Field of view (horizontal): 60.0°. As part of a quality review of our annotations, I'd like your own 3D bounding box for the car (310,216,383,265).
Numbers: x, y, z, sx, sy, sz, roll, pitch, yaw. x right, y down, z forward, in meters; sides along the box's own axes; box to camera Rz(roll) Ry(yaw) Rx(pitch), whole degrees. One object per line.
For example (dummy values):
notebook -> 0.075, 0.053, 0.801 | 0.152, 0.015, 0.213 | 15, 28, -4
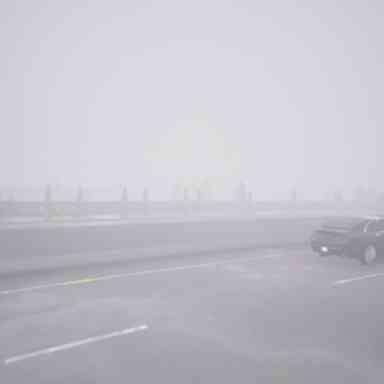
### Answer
car -> 6.505, 1.632, 12.099 | 4.892, 1.490, 1.837 | 0, 0, -28
